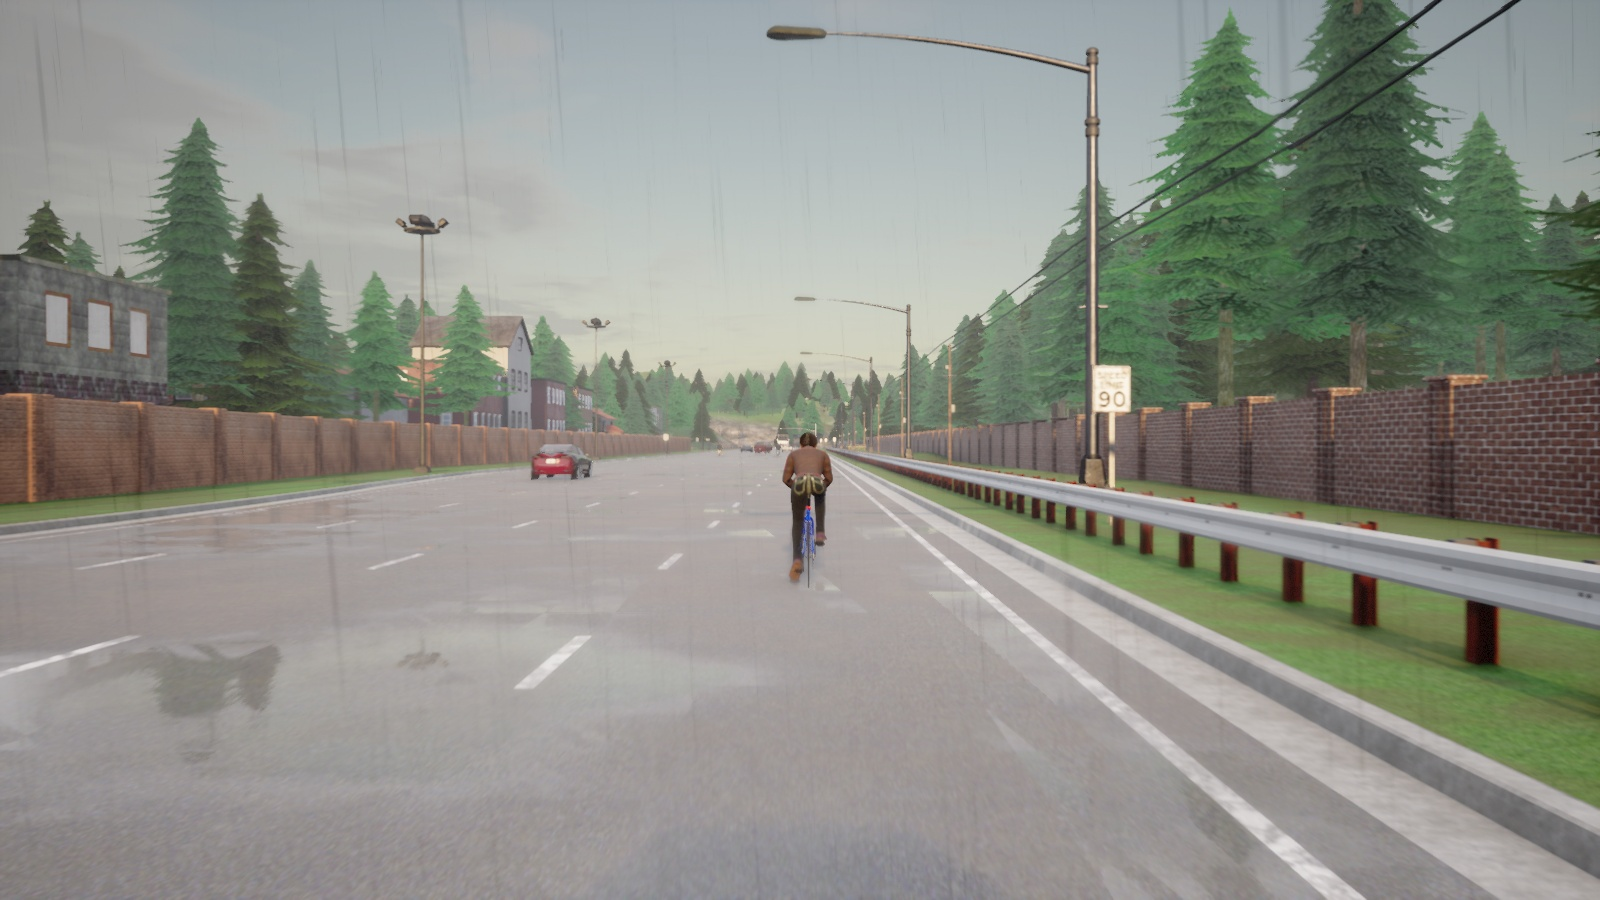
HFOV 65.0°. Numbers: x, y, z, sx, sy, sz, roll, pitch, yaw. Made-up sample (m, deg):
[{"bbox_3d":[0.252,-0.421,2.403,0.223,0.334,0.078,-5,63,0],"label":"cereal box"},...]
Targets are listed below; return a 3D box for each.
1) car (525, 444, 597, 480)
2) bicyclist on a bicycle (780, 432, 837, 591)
[{"bbox_3d":[-10.179,0.477,53.867,2.163,1.488,4.792,0,0,0],"label":"car"},{"bbox_3d":[0.093,0.633,13.654,0.582,1.620,1.656,0,0,0],"label":"bicyclist on a bicycle"}]
